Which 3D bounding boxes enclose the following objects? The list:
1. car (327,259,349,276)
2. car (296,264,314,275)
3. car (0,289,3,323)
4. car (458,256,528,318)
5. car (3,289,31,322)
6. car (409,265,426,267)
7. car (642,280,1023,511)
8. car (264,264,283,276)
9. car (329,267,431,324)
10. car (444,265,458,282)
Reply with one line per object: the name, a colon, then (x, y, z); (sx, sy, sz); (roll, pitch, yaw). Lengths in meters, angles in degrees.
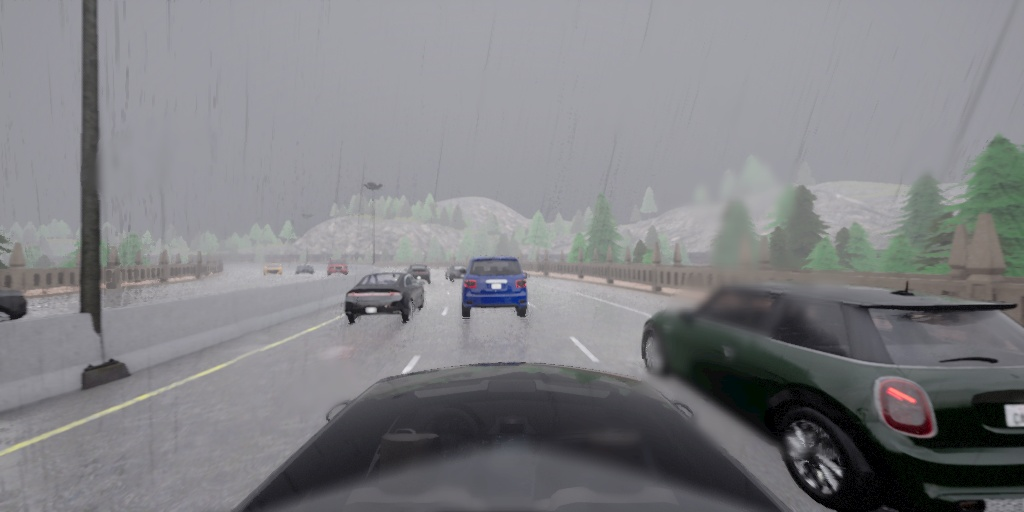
car: (-21.608, 1.379, 44.484); (2.150, 2.045, 5.566); (0, 0, -28)
car: (-27.854, 1.809, 48.260); (1.994, 1.385, 4.181); (0, -1, -32)
car: (-10.787, 1.337, 4.620); (1.812, 1.442, 4.674); (0, 0, -3)
car: (-0.776, 1.035, 13.555); (2.150, 2.045, 5.566); (0, 0, -7)
car: (-14.495, 1.339, 8.038); (2.128, 1.511, 4.902); (0, 0, -5)
car: (-7.965, 1.460, 30.258); (1.837, 1.490, 4.892); (0, 0, -17)
car: (3.392, 1.101, 4.534); (2.097, 1.767, 4.553); (0, 0, -2)
car: (-30.856, 1.735, 46.452); (1.882, 1.535, 5.008); (0, -1, -33)
car: (-4.191, 1.316, 12.441); (2.128, 1.511, 4.902); (0, 0, -6)
car: (-4.700, 1.469, 31.437); (1.812, 1.442, 4.674); (0, 0, -17)
